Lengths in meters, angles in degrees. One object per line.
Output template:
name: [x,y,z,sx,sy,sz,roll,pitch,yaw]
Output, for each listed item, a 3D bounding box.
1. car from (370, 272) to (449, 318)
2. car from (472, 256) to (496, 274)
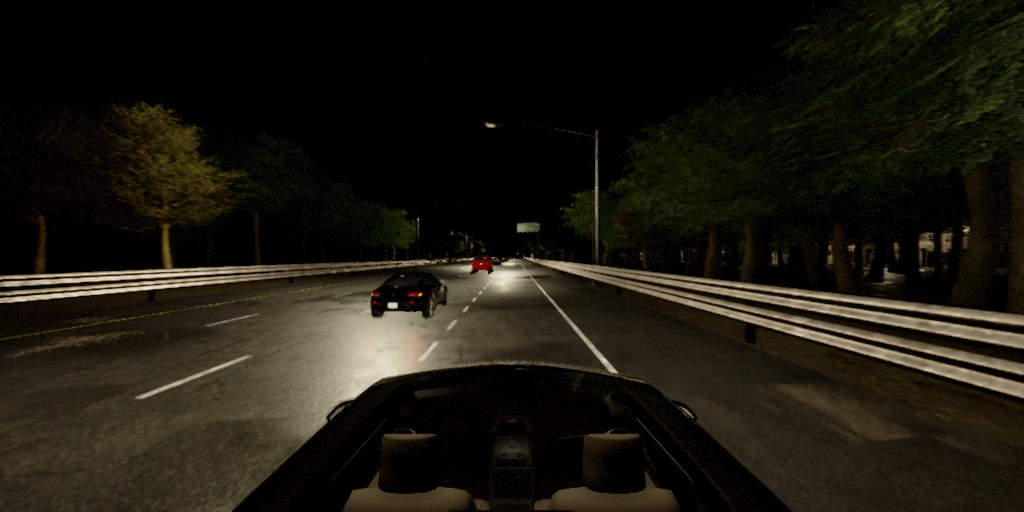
car: [-3.487,1.280,12.790,1.812,1.442,4.674,0,0,0]
car: [-3.386,1.003,42.008,2.150,2.045,5.566,0,0,0]
